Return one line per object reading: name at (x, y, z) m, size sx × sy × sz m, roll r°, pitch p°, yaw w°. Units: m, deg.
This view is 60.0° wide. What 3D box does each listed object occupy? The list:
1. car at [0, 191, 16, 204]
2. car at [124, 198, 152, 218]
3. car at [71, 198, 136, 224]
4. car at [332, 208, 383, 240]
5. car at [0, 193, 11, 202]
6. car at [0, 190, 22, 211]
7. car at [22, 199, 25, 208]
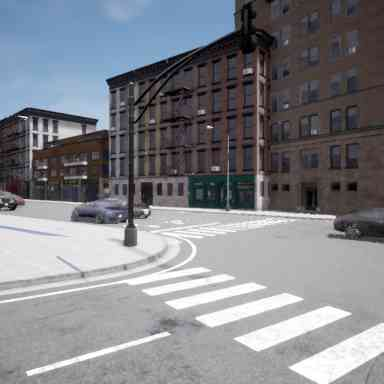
car at (-27.584, 0.785, 48.231) m, size 4.553 × 1.767 × 2.097 m, roll 1°, pitch 0°, yaw 41°
car at (-5.177, 1.206, 25.187) m, size 4.902 × 1.511 × 2.128 m, roll 1°, pitch 0°, yaw 38°
car at (-6.012, 1.279, 21.727) m, size 4.181 × 1.385 × 1.994 m, roll 1°, pitch 0°, yaw 37°
car at (8.754, 1.454, 14.745) m, size 4.674 × 1.442 × 1.812 m, roll 2°, pitch 1°, yaw 36°
car at (-33.139, 0.897, 57.608) m, size 4.674 × 1.442 × 1.812 m, roll 1°, pitch 0°, yaw 43°
car at (-18.935, 0.773, 32.024) m, size 5.566 × 2.045 × 2.150 m, roll 0°, pitch 0°, yaw 40°
car at (-20.841, 0.995, 37.861) m, size 5.008 × 1.535 × 1.882 m, roll 1°, pitch 0°, yaw 40°
